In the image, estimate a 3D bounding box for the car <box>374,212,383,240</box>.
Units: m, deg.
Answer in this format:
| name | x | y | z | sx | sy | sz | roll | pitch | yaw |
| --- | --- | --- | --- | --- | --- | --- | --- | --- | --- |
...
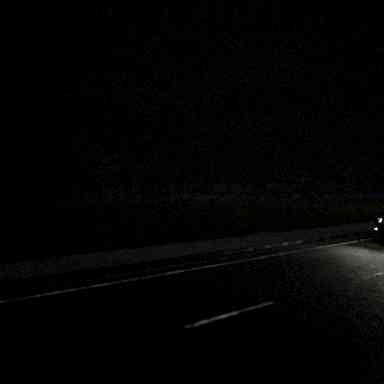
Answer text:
| name | x | y | z | sx | sy | sz | roll | pitch | yaw |
| --- | --- | --- | --- | --- | --- | --- | --- | --- | --- |
| car | 10.648 | 1.150 | 15.270 | 5.566 | 2.045 | 2.150 | 0 | 0 | -35 |
